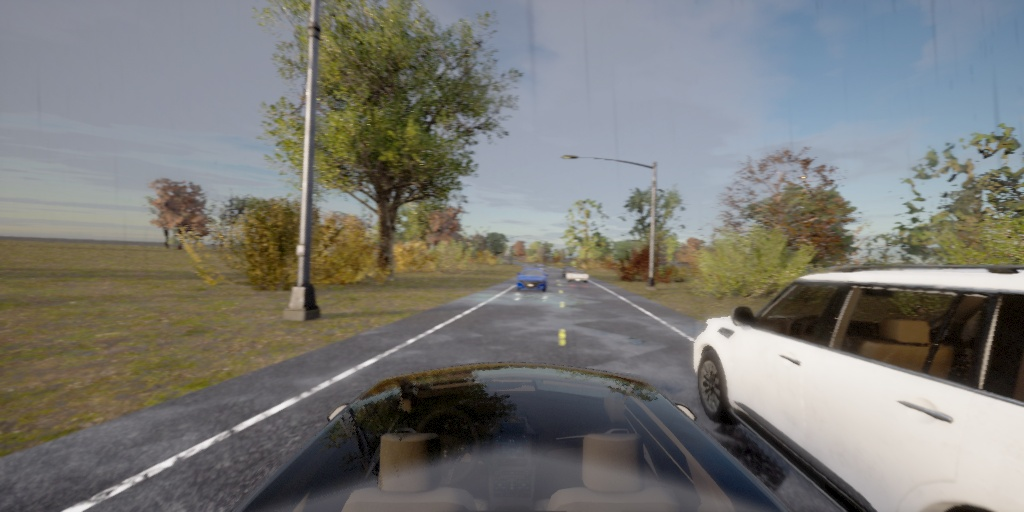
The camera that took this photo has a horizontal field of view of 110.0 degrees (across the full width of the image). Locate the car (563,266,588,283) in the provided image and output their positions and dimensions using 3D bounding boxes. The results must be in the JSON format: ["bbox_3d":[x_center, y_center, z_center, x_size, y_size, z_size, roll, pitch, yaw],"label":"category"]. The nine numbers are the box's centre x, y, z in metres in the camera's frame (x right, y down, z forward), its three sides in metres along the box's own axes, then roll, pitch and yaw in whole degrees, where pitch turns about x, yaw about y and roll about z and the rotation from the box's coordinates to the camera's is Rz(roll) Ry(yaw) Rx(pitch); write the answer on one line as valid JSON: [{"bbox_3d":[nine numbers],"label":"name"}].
[{"bbox_3d":[6.452,1.979,35.970,1.895,1.301,4.718,2,-1,6],"label":"car"}]

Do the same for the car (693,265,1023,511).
[{"bbox_3d":[3.344,1.105,2.761,2.150,2.045,5.566,2,-1,9],"label":"car"}]

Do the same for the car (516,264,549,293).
[{"bbox_3d":[1.446,1.551,24.412,1.882,1.535,5.008,2,-1,7],"label":"car"}]

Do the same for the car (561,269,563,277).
[{"bbox_3d":[7.442,2.077,46.779,2.033,1.411,5.357,2,-1,5],"label":"car"}]
